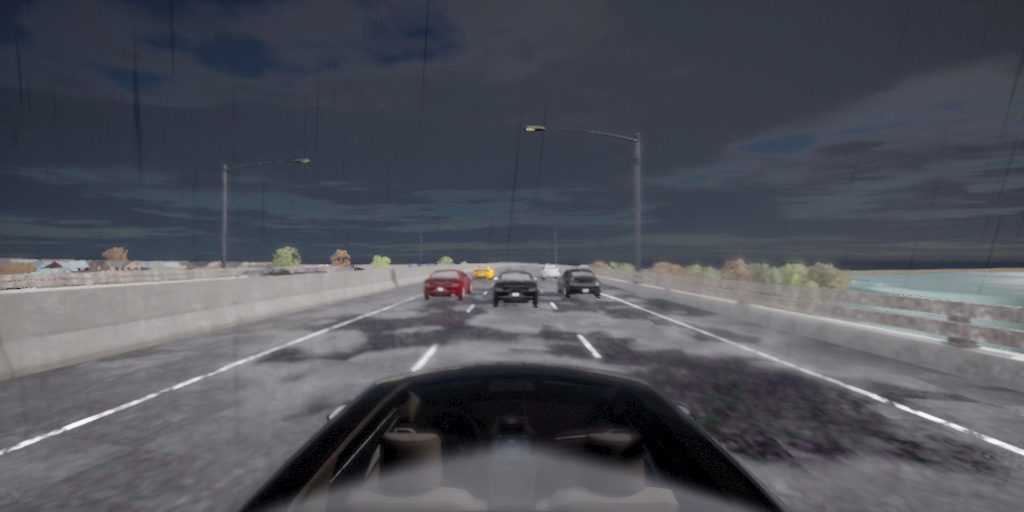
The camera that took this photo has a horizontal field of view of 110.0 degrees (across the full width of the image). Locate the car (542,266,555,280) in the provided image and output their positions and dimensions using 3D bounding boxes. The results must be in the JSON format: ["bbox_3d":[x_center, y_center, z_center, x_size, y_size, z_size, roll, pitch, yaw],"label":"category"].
[{"bbox_3d":[4.039,1.765,37.842,1.812,1.442,4.674,0,-1,1],"label":"car"}]

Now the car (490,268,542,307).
[{"bbox_3d":[0.195,1.420,16.740,1.882,1.535,5.008,0,-1,1],"label":"car"}]

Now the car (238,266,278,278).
[{"bbox_3d":[-20.805,1.620,30.340,2.128,1.511,4.902,0,-1,1],"label":"car"}]

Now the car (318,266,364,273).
[{"bbox_3d":[-13.808,1.631,30.129,1.837,1.490,4.892,0,-1,1],"label":"car"}]

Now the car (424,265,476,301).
[{"bbox_3d":[-3.275,1.452,19.161,1.882,1.535,5.008,0,-1,1],"label":"car"}]

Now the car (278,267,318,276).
[{"bbox_3d":[-17.300,1.695,30.479,1.994,1.385,4.181,0,-1,1],"label":"car"}]

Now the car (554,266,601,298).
[{"bbox_3d":[3.742,1.499,20.374,1.837,1.490,4.892,0,0,1],"label":"car"}]

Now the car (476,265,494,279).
[{"bbox_3d":[-2.942,1.721,38.211,1.882,1.535,5.008,0,-1,1],"label":"car"}]
